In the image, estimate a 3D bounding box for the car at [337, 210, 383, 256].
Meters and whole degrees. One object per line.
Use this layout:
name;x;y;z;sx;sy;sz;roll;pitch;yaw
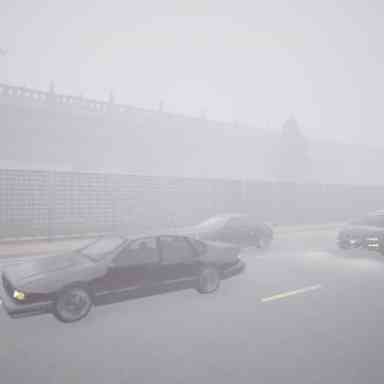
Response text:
car;8.051;1.683;13.968;4.892;1.490;1.837;1;-1;-35

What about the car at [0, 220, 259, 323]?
car;-1.199;1.585;7.428;5.357;1.411;2.033;1;0;-36

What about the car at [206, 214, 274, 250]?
car;1.387;1.632;13.541;4.674;1.442;1.812;0;0;-36
